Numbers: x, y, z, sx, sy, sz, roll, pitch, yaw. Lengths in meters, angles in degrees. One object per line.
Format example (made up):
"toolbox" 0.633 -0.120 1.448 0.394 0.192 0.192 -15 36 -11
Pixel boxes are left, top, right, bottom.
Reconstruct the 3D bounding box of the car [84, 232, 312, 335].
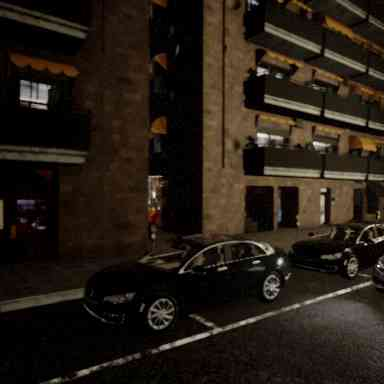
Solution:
"car" 0.130 1.555 6.649 4.403 1.369 2.008 0 0 -35

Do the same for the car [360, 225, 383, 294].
"car" 6.023 1.536 7.640 4.674 1.442 1.812 0 0 -35

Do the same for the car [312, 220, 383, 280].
"car" 4.720 1.562 9.922 4.403 1.369 2.008 0 0 -35
